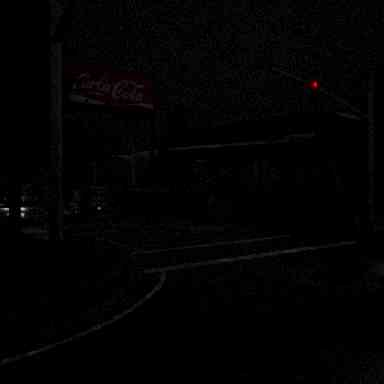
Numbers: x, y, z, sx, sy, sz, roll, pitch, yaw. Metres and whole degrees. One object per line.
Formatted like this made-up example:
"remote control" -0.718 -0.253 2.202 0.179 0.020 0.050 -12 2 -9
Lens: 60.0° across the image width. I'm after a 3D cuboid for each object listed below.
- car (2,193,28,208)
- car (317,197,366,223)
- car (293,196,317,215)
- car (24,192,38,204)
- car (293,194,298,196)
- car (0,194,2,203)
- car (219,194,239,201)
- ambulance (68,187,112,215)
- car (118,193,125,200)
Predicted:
"car" -23.962 1.312 44.841 1.837 1.490 4.892 0 0 -36
"car" 11.969 1.325 26.044 3.866 1.878 1.905 0 0 -36
"car" 12.115 1.494 33.175 4.611 1.667 2.242 0 0 -36
"car" -27.371 1.031 55.777 2.150 2.045 5.566 0 0 -36
"car" 23.068 1.359 82.694 2.152 1.636 5.027 0 0 -36
"car" -34.286 1.157 59.138 2.097 1.767 4.553 0 0 -36
"car" 8.978 1.342 81.872 1.845 1.501 3.633 0 0 -36
"ambulance" -9.902 0.883 31.678 2.351 2.431 6.366 0 -3 -36
"car" -17.321 1.164 85.068 2.152 1.636 5.027 0 0 -36
